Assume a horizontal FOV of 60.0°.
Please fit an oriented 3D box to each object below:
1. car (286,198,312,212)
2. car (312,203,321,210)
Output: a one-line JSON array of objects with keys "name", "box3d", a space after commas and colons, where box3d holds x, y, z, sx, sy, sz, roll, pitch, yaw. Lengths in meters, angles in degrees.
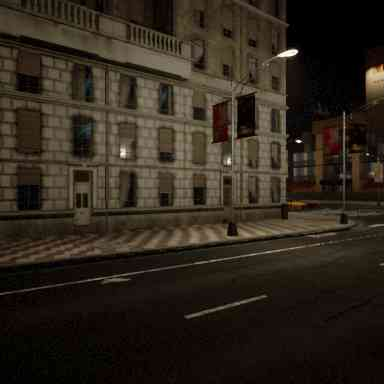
[{"name": "car", "box3d": [11.279, 1.478, 39.676, 1.882, 1.535, 5.008, 0, 0, -36]}, {"name": "car", "box3d": [13.765, 1.601, 42.205, 1.895, 1.301, 4.718, 0, 0, -36]}]
